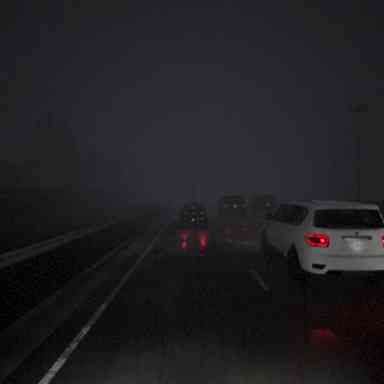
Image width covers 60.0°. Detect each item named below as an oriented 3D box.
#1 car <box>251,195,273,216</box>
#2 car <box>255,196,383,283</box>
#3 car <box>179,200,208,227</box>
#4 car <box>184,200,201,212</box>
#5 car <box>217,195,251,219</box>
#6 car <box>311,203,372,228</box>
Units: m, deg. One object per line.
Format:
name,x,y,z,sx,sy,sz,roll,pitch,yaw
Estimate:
car,7.091,1.327,33.847,2.150,2.045,5.566,0,0,0
car,3.598,1.253,9.930,2.150,2.045,5.566,0,0,0
car,0.094,1.566,23.580,2.128,1.511,4.902,0,0,0
car,0.090,1.692,41.189,1.994,1.385,4.181,0,0,0
car,3.580,1.317,30.486,2.150,2.045,5.566,0,0,0
car,10.594,1.623,24.115,2.033,1.411,5.357,0,0,0
